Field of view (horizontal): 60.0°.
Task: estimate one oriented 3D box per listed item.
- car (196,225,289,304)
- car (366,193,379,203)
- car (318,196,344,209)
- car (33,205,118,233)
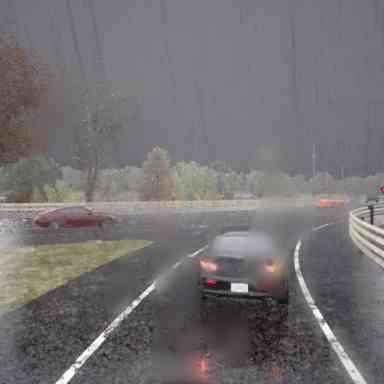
[{"bbox_3d":[1.275,1.525,8.134,1.812,1.442,4.674,0,0,11],"label":"car"},{"bbox_3d":[38.610,1.222,71.094,2.150,2.045,5.566,0,0,28],"label":"car"},{"bbox_3d":[19.296,1.347,46.076,4.553,1.767,2.097,0,0,-45],"label":"car"},{"bbox_3d":[-6.797,1.524,19.692,4.674,1.442,1.812,0,0,-24],"label":"car"}]
